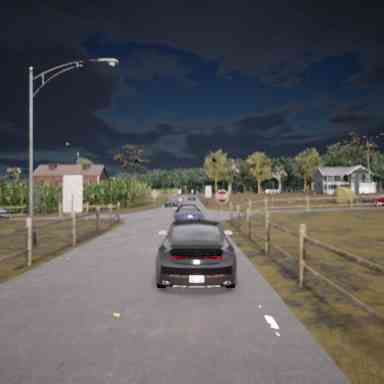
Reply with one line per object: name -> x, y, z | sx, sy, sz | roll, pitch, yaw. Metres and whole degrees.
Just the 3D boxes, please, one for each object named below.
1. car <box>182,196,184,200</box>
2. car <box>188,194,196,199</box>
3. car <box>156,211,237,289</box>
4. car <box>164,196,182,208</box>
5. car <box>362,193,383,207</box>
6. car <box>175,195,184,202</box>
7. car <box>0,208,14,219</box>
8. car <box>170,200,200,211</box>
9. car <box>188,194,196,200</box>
car -> -2.787, 1.474, 63.933 | 1.895, 1.301, 4.718 | 0, 0, 1
car -> -0.004, 1.185, 89.029 | 2.033, 1.411, 5.357 | 0, 0, 0
car -> 0.097, 1.501, 9.161 | 1.837, 1.490, 4.892 | 0, 0, 0
car -> -2.854, 1.481, 47.368 | 1.994, 1.385, 4.181 | 0, 0, -2
car -> 20.138, 0.741, 34.220 | 5.008, 1.535, 1.882 | -2, -2, 0
car -> -2.757, 1.443, 74.294 | 1.895, 1.301, 4.718 | 0, 0, 0
car -> -19.318, 1.715, 31.249 | 4.553, 1.767, 2.097 | -1, -2, 0
car -> -0.312, 1.540, 23.424 | 1.994, 1.385, 4.181 | 0, 0, -5
car -> -0.006, 1.382, 79.017 | 1.994, 1.385, 4.181 | 0, 0, 0
